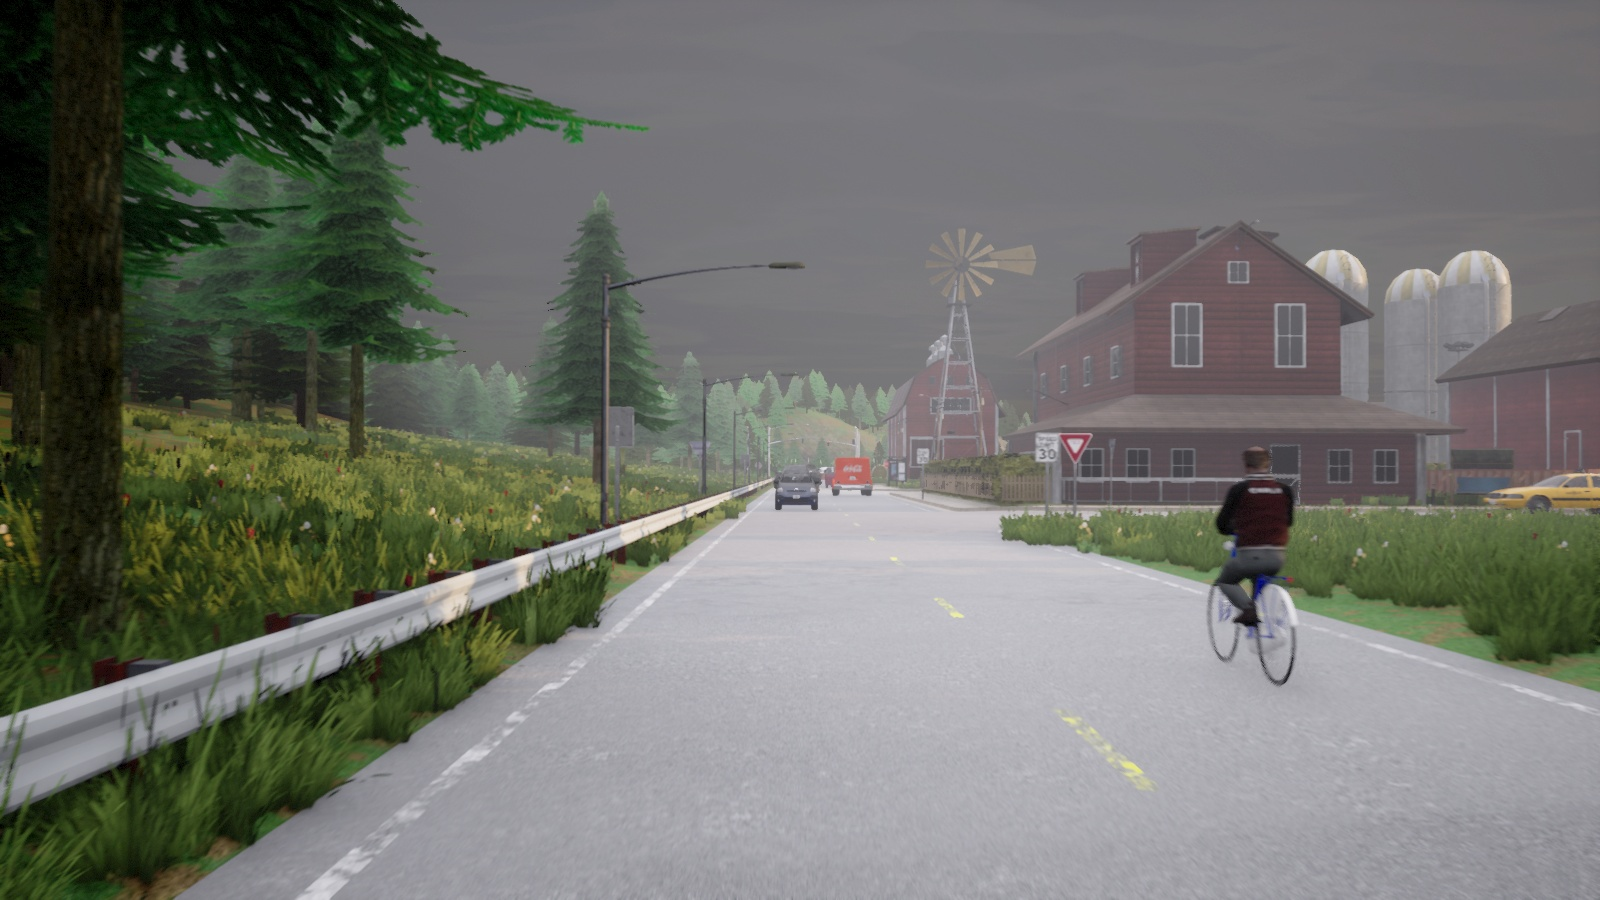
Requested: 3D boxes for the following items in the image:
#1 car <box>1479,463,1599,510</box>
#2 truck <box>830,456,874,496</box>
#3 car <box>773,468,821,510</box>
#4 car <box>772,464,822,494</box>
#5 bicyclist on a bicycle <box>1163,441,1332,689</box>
[{"bbox_3d":[26.272,1.223,42.701,5.366,1.575,1.801,0,-1,0],"label":"car"},{"bbox_3d":[3.301,1.671,80.877,2.627,2.467,5.204,0,-1,0],"label":"truck"},{"bbox_3d":[-0.125,1.570,51.197,1.851,1.617,3.988,0,-1,0],"label":"car"},{"bbox_3d":[-0.150,1.996,87.364,2.150,2.045,5.566,-1,-1,14],"label":"car"},{"bbox_3d":[3.475,0.837,9.926,0.659,1.776,1.843,0,-1,0],"label":"bicyclist on a bicycle"}]
